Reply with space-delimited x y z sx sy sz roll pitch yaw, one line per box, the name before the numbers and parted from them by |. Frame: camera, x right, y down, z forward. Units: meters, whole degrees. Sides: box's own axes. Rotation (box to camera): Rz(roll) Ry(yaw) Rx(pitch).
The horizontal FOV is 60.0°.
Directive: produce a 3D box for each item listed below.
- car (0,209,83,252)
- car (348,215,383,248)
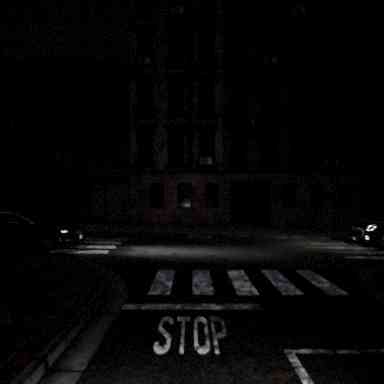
car | -6.807 1.433 13.027 4.902 1.511 2.128 1 -1 0
car | 10.016 1.689 15.900 4.553 1.767 2.097 1 -1 0
